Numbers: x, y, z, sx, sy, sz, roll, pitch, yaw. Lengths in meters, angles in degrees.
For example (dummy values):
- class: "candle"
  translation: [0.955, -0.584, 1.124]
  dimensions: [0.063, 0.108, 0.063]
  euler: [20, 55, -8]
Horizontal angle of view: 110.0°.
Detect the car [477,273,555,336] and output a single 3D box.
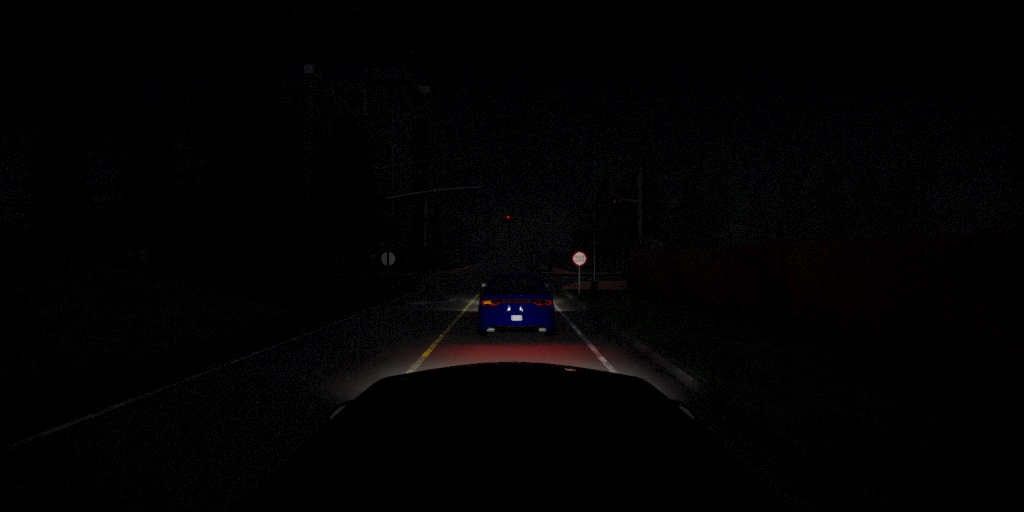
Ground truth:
- class: "car"
  translation: [0.100, 1.228, 10.458]
  dimensions: [1.882, 1.535, 5.008]
  euler: [0, 0, 0]
